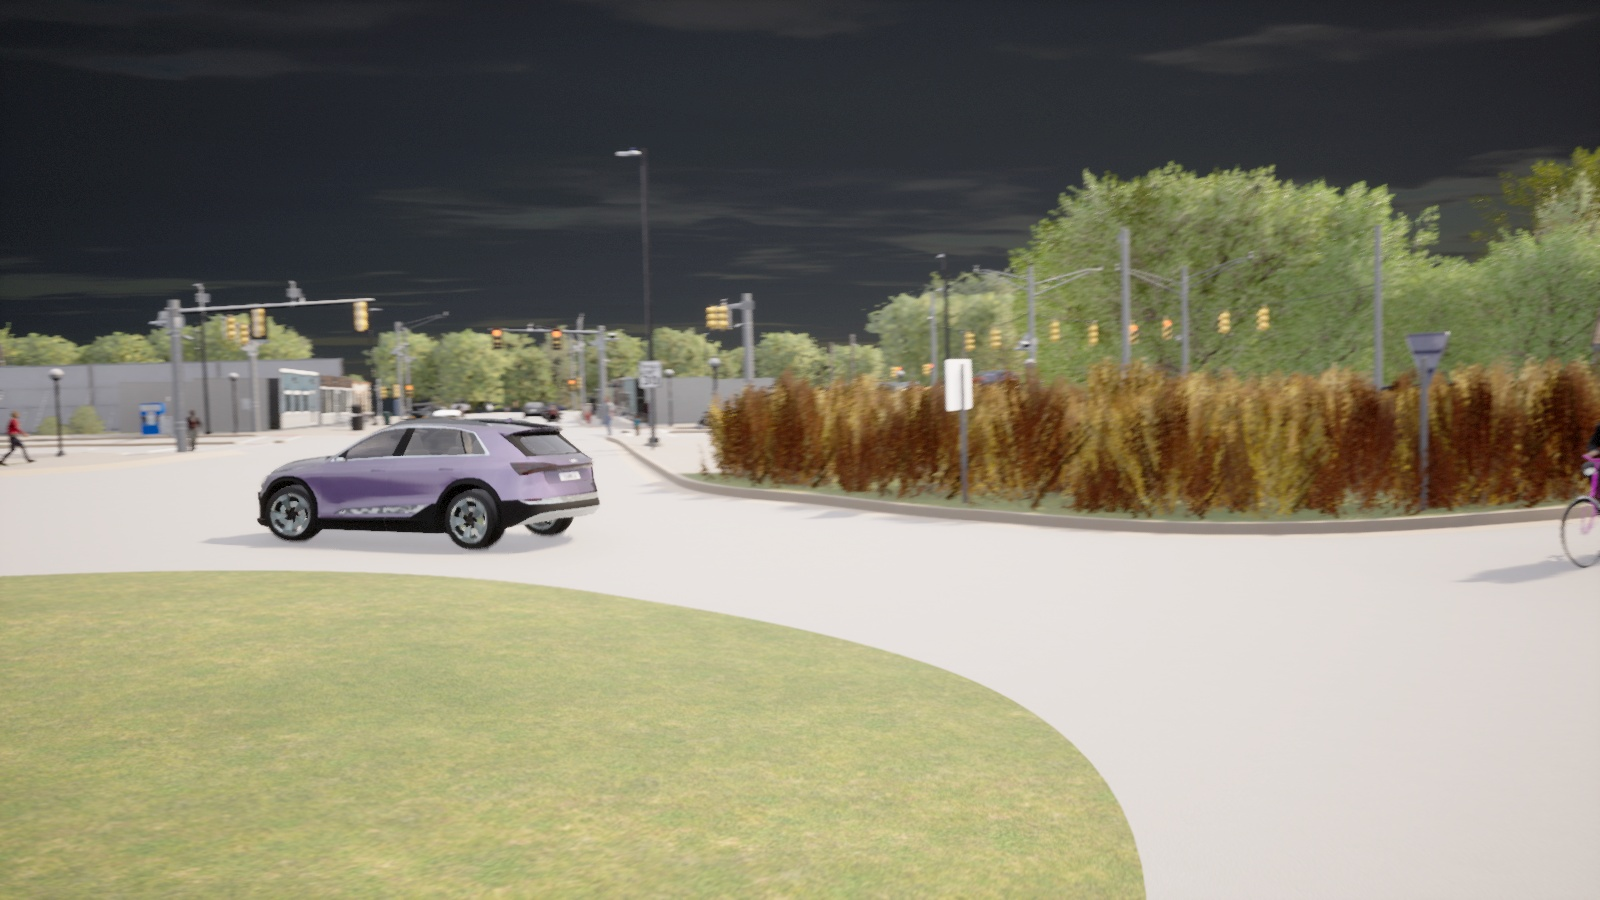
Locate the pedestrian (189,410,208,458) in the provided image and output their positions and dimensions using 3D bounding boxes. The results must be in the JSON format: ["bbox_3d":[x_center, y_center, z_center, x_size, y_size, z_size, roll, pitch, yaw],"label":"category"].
[{"bbox_3d":[-24.621,-0.677,51.397,0.402,1.930,0.666,-5,5,-42],"label":"pedestrian"}]

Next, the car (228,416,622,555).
[{"bbox_3d":[-5.060,0.401,16.963,4.856,1.649,2.033,0,2,22],"label":"car"}]

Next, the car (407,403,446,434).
[{"bbox_3d":[-24.850,-2.121,83.640,1.905,1.878,3.866,-2,3,-9],"label":"car"}]

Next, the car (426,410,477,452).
[{"bbox_3d":[-12.170,-0.681,43.949,1.481,1.376,2.207,-3,2,-11],"label":"car"}]

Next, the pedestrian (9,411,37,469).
[{"bbox_3d":[-25.033,-0.334,40.457,0.636,1.846,0.331,-4,4,-36],"label":"pedestrian"}]

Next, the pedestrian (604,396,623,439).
[{"bbox_3d":[-8.062,-1.421,54.284,0.706,1.836,0.354,-3,4,-20],"label":"pedestrian"}]

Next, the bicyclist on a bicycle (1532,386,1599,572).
[{"bbox_3d":[8.457,0.234,12.973,1.843,1.776,0.659,-6,3,-30],"label":"bicyclist on a bicycle"}]
